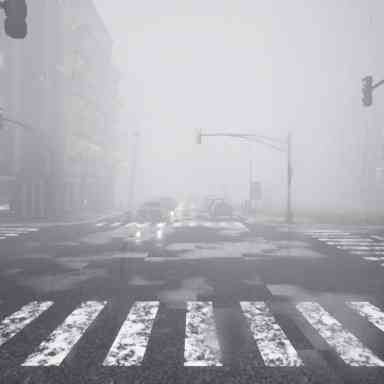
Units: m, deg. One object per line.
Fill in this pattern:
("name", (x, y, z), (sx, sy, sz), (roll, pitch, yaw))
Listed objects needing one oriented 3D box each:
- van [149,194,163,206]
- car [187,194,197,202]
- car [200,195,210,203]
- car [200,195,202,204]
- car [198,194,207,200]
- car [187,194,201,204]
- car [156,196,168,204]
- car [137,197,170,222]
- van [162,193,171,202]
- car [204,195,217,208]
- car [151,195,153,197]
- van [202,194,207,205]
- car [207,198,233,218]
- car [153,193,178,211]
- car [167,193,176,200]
("van", (-5.680, 1.286, 52.523), (1.690, 1.788, 3.998), (-1, 0, 0))
("car", (0.060, 1.264, 70.995), (2.097, 1.767, 4.553), (0, 0, 0))
("car", (2.682, 1.353, 69.490), (1.967, 1.590, 4.097), (-1, 0, 0))
("car", (2.670, 1.490, 52.552), (1.887, 1.381, 4.507), (-1, 0, 0))
("car", (2.720, 1.313, 86.427), (1.967, 1.590, 4.097), (-1, 0, 0))
("car", (0.129, 1.479, 60.369), (2.033, 1.411, 5.357), (0, 0, 0))
("car", (-5.672, 1.470, 63.814), (1.887, 1.381, 4.507), (-1, 0, 0))
("car", (-3.141, 1.459, 26.489), (1.882, 1.535, 5.008), (0, 0, 1))
("van", (-5.670, 1.242, 75.108), (1.690, 1.788, 3.998), (-1, 0, 0))
("car", (2.661, 1.410, 35.614), (1.967, 1.590, 4.097), (-1, 0, 0))
("car", (-5.680, 1.520, 46.877), (1.947, 1.339, 4.313), (-1, 0, 0))
("van", (2.665, 1.295, 46.906), (1.690, 1.788, 3.998), (-1, 0, 0))
("car", (2.660, 1.522, 29.969), (1.887, 1.381, 4.507), (-1, 0, 0))
("car", (-3.072, 1.316, 39.566), (2.097, 1.767, 4.553), (0, 0, 0))
("car", (-5.662, 1.173, 92.047), (2.192, 1.841, 5.009), (-1, 0, 0))
